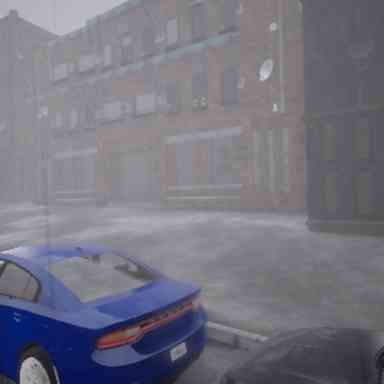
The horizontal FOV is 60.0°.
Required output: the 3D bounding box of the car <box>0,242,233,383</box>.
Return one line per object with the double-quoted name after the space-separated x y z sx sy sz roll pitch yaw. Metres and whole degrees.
-2.166 1.485 4.832 5.008 1.535 2.097 0 0 35 "car"
